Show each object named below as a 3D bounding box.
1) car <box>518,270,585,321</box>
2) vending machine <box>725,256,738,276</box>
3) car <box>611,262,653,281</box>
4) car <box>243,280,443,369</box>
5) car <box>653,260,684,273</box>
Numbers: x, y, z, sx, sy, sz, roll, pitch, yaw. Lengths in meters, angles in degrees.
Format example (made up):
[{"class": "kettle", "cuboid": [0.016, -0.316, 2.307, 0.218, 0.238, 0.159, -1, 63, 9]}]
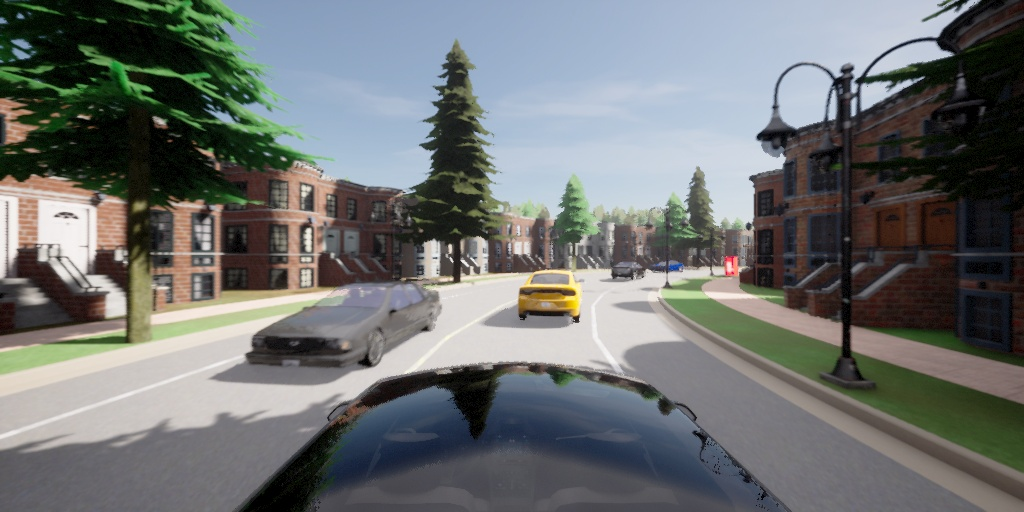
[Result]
[{"class": "car", "cuboid": [1.482, 1.230, 12.589, 1.882, 1.535, 5.008, 0, 0, 12]}, {"class": "vending machine", "cuboid": [21.459, 1.000, 35.098, 0.880, 2.100, 1.100, 0, 0, -38]}, {"class": "car", "cuboid": [10.064, 1.265, 30.723, 2.128, 1.511, 4.902, 0, 0, 37]}, {"class": "car", "cuboid": [-3.136, 1.287, 8.211, 2.033, 1.411, 5.357, 0, 0, 7]}, {"class": "car", "cuboid": [19.068, 1.274, 44.193, 5.008, 1.535, 1.882, 0, 0, -33]}]
